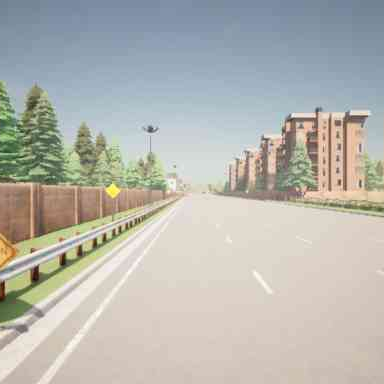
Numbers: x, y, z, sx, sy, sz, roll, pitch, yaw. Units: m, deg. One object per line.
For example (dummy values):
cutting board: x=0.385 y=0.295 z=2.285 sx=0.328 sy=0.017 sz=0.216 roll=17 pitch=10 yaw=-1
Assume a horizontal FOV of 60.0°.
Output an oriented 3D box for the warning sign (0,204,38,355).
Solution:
warning sign: x=-3.050 y=1.112 z=4.648 sx=1.300 sy=1.860 sz=1.060 roll=0 pitch=0 yaw=0
